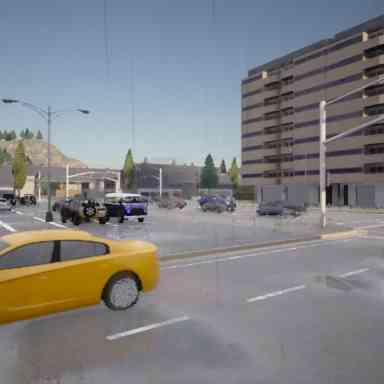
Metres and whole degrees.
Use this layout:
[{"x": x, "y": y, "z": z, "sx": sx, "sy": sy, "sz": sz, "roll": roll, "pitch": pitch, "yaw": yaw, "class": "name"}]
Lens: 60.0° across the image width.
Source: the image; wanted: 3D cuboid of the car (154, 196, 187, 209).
[{"x": -2.954, "y": 1.619, "z": 45.184, "sx": 1.994, "sy": 1.385, "sz": 4.181, "roll": 0, "pitch": 0, "yaw": -35, "class": "car"}]

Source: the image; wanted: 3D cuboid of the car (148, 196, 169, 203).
[{"x": -6.994, "y": 1.546, "z": 69.330, "sx": 2.128, "sy": 1.511, "sz": 4.902, "roll": 0, "pitch": 0, "yaw": -35, "class": "car"}]

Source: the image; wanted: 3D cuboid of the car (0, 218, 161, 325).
[{"x": -2.986, "y": 1.477, "z": 6.163, "sx": 5.008, "sy": 1.535, "sz": 1.882, "roll": 0, "pitch": 0, "yaw": -36, "class": "car"}]

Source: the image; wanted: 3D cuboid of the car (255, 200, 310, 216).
[{"x": 9.154, "y": 1.603, "z": 34.178, "sx": 2.033, "sy": 1.411, "sz": 5.357, "roll": 0, "pitch": 0, "yaw": -35, "class": "car"}]

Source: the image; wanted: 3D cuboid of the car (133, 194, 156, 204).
[{"x": -9.306, "y": 1.547, "z": 66.540, "sx": 2.128, "sy": 1.511, "sz": 4.902, "roll": 0, "pitch": 0, "yaw": -35, "class": "car"}]

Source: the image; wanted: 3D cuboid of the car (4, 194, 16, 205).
[{"x": -29.684, "y": 1.212, "z": 53.710, "sx": 1.905, "sy": 1.878, "sz": 3.866, "roll": 0, "pitch": 0, "yaw": -35, "class": "car"}]

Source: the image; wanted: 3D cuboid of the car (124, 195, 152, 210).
[{"x": -8.723, "y": 1.656, "z": 53.367, "sx": 1.895, "sy": 1.301, "sz": 4.718, "roll": 0, "pitch": 0, "yaw": -35, "class": "car"}]

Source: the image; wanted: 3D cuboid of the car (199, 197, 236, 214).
[{"x": 2.877, "y": 1.620, "z": 36.975, "sx": 1.994, "sy": 1.385, "sz": 4.181, "roll": 0, "pitch": 0, "yaw": -35, "class": "car"}]

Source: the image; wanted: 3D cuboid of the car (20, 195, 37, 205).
[{"x": -27.288, "y": 1.209, "z": 55.334, "sx": 1.932, "sy": 1.855, "sz": 4.605, "roll": 0, "pitch": 0, "yaw": -35, "class": "car"}]

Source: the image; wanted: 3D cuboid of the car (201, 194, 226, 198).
[{"x": 3.183, "y": 1.277, "z": 42.582, "sx": 2.150, "sy": 2.045, "sz": 5.566, "roll": 0, "pitch": 0, "yaw": -35, "class": "car"}]

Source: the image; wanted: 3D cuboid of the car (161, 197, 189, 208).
[{"x": -2.649, "y": 1.560, "z": 50.815, "sx": 1.837, "sy": 1.490, "sz": 4.892, "roll": 0, "pitch": 0, "yaw": -35, "class": "car"}]

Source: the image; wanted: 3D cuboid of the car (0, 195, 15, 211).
[{"x": -21.826, "y": 1.451, "z": 37.877, "sx": 1.970, "sy": 1.475, "sz": 3.806, "roll": 0, "pitch": 0, "yaw": -35, "class": "car"}]

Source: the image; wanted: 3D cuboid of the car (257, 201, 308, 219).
[{"x": 7.865, "y": 1.619, "z": 29.949, "sx": 1.994, "sy": 1.385, "sz": 4.181, "roll": 0, "pitch": 0, "yaw": -35, "class": "car"}]
